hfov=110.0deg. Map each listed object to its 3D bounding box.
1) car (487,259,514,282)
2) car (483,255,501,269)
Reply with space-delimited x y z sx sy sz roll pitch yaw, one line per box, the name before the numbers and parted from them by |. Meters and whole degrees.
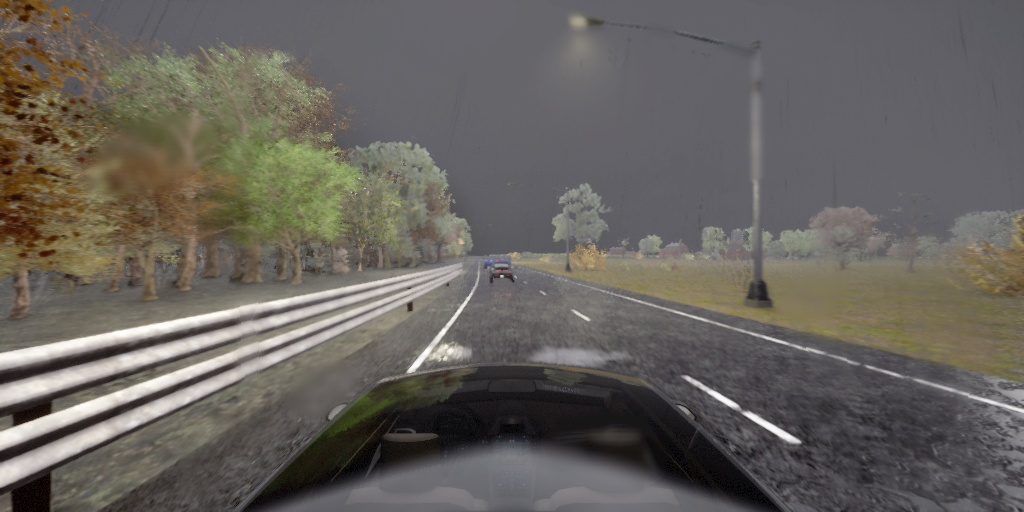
car | -0.891 1.238 28.571 1.837 1.490 4.892 0 0 -4
car | -3.306 0.931 56.767 2.150 2.045 5.566 0 0 -5
